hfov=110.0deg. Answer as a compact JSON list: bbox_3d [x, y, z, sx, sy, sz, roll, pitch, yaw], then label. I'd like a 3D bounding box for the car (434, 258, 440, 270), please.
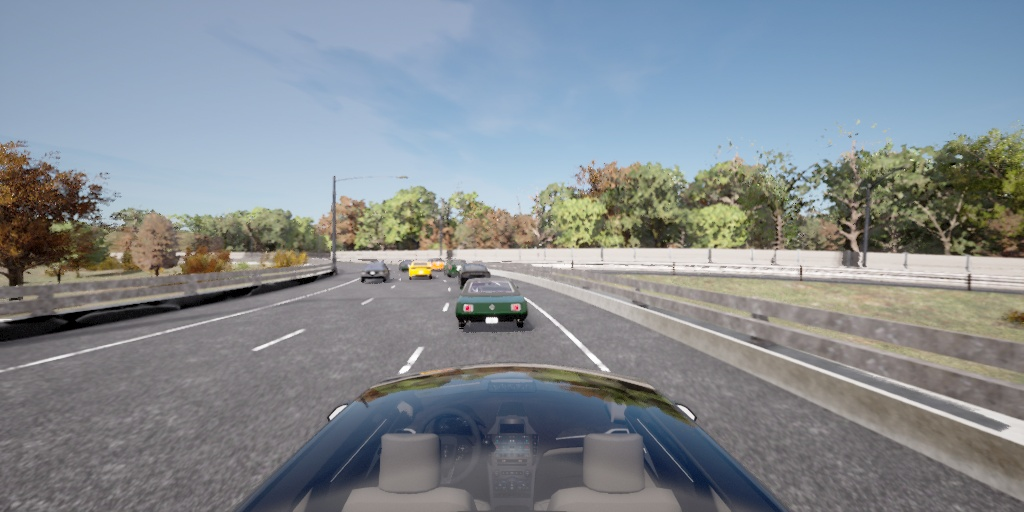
[{"bbox_3d":[-10.123,1.073,47.017,2.097,1.767,4.553,0,0,-23],"label":"car"}]

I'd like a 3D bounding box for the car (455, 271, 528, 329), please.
[{"bbox_3d":[-0.703,1.343,11.316,1.895,1.301,4.718,0,0,-5],"label":"car"}]

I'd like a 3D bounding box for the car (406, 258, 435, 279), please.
[{"bbox_3d":[-8.345,1.209,32.448,1.882,1.535,5.008,0,0,-17],"label":"car"}]

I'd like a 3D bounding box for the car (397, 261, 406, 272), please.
[{"bbox_3d":[-13.359,1.288,45.742,1.994,1.385,4.181,0,0,-23],"label":"car"}]

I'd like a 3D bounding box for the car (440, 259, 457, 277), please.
[{"bbox_3d":[-5.517,1.077,35.029,2.097,1.767,4.553,0,0,-17],"label":"car"}]

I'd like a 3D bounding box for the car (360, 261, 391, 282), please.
[{"bbox_3d":[-10.815,1.285,28.567,2.033,1.411,5.357,0,0,-15],"label":"car"}]

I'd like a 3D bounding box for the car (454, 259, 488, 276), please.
[{"bbox_3d":[-2.529,1.210,23.267,1.882,1.535,5.008,0,0,-11],"label":"car"}]
